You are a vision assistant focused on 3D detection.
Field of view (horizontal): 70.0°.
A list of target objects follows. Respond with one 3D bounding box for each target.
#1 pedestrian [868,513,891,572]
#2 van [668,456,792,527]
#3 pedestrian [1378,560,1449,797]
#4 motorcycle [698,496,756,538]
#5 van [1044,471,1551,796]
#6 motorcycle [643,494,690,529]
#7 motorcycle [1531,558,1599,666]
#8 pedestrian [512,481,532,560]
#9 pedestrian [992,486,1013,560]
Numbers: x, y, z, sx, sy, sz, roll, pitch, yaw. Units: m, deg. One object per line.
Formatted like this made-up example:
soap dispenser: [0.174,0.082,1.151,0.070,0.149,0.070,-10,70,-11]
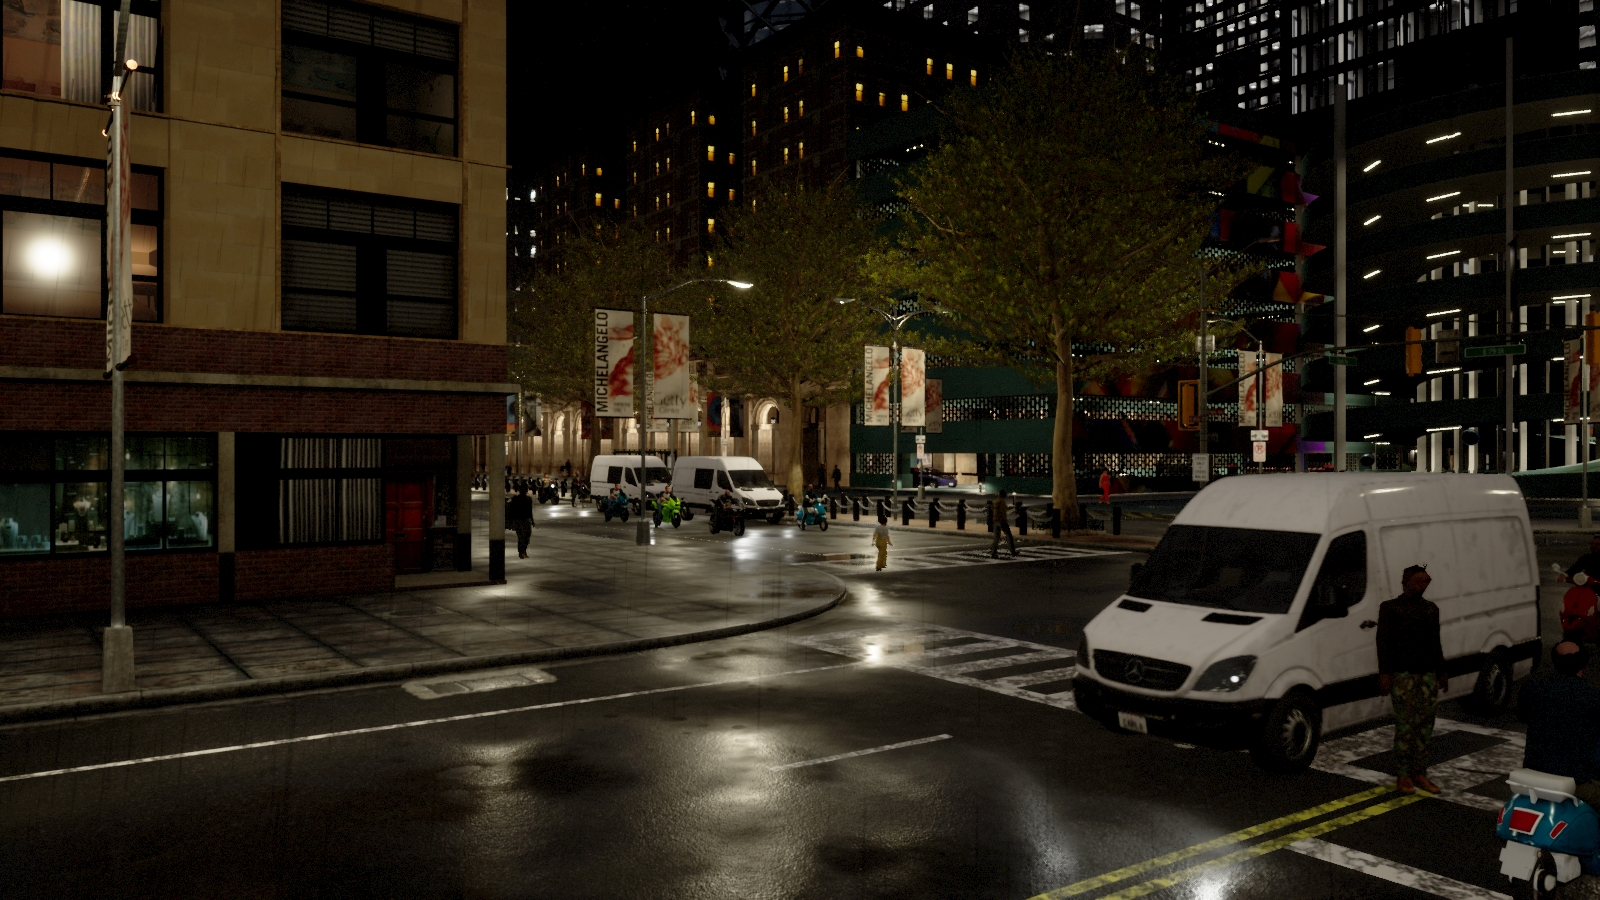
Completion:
pedestrian: [1.846,2.129,26.390,0.375,1.300,0.375,0,0,-38]
van: [-2.818,1.534,44.499,1.988,2.561,5.915,0,0,-35]
pedestrian: [5.006,1.848,9.339,0.375,1.860,0.375,0,0,0]
motorcycle: [-2.440,2.205,37.889,0.867,1.251,2.209,0,0,-35]
van: [5.319,1.535,11.776,5.915,2.561,1.988,0,0,-35]
motorcycle: [-4.824,2.213,41.273,0.803,1.145,2.033,0,0,-35]
motorcycle: [10.888,2.182,15.637,1.805,1.236,0.856,0,0,-35]
pedestrian: [-6.713,1.699,27.617,0.375,1.860,0.375,0,0,-31]
pedestrian: [5.184,1.849,29.244,0.375,1.860,0.375,0,0,-34]
